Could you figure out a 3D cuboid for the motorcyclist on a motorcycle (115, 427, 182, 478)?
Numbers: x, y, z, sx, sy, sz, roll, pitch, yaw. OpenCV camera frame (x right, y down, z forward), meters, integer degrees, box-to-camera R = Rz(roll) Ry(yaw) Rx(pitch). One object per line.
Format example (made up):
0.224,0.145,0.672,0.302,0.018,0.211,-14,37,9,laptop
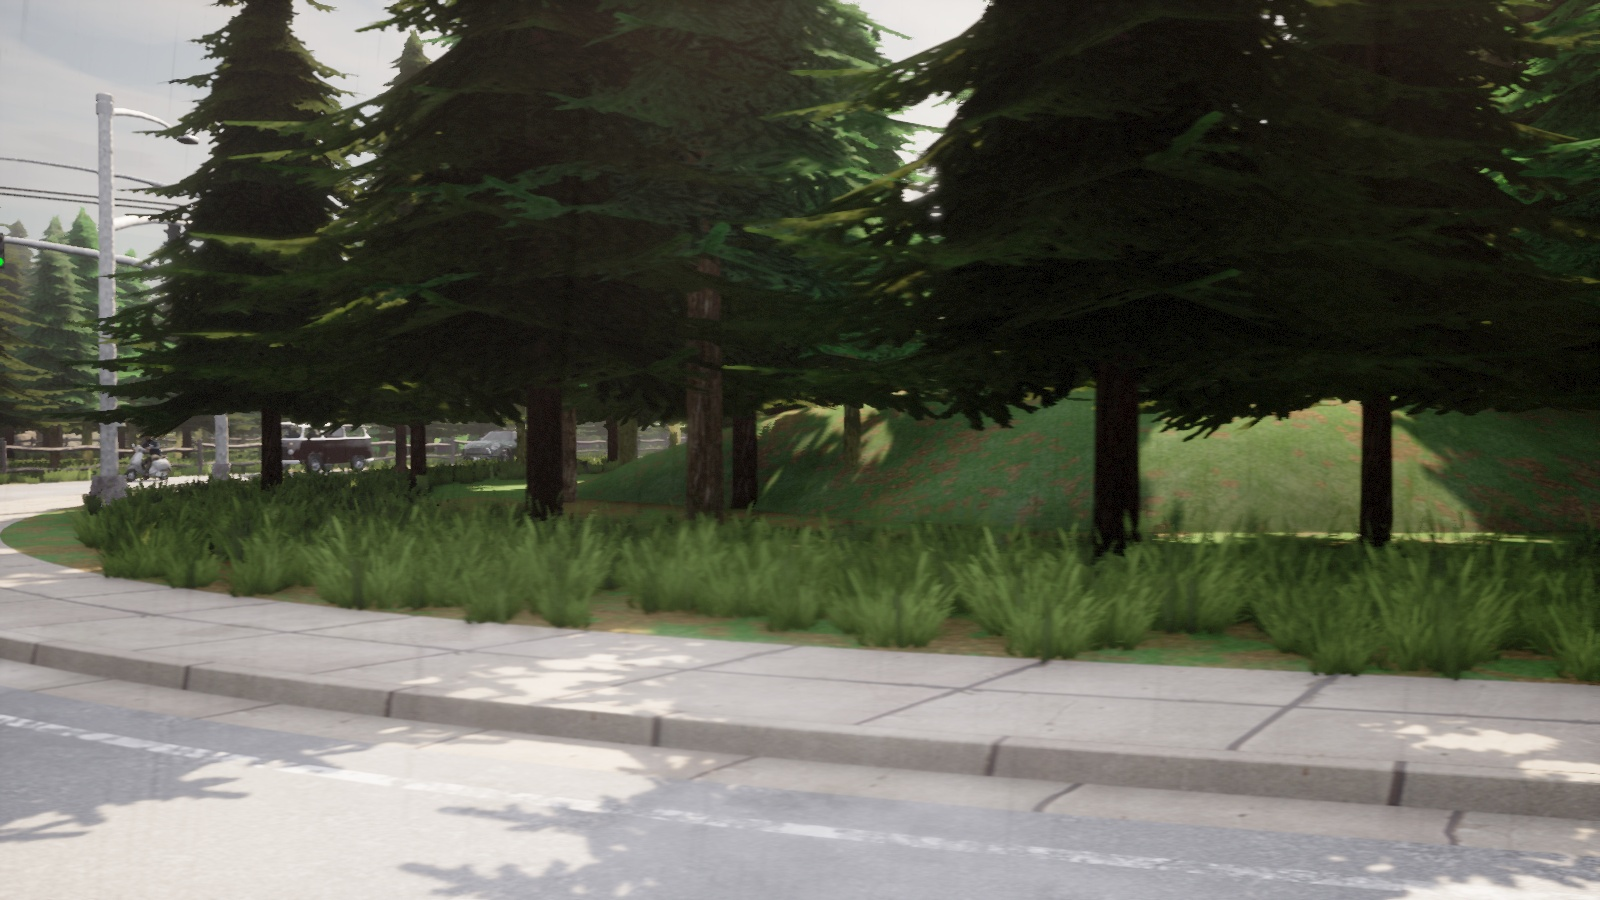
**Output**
-21.114,0.068,40.732,0.866,1.590,1.817,1,1,19,motorcyclist on a motorcycle

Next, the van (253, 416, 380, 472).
-18.444,-0.271,48.137,2.069,2.038,4.480,1,2,20,van

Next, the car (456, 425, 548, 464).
-14.157,-0.296,59.862,2.097,1.767,4.553,1,1,20,car
